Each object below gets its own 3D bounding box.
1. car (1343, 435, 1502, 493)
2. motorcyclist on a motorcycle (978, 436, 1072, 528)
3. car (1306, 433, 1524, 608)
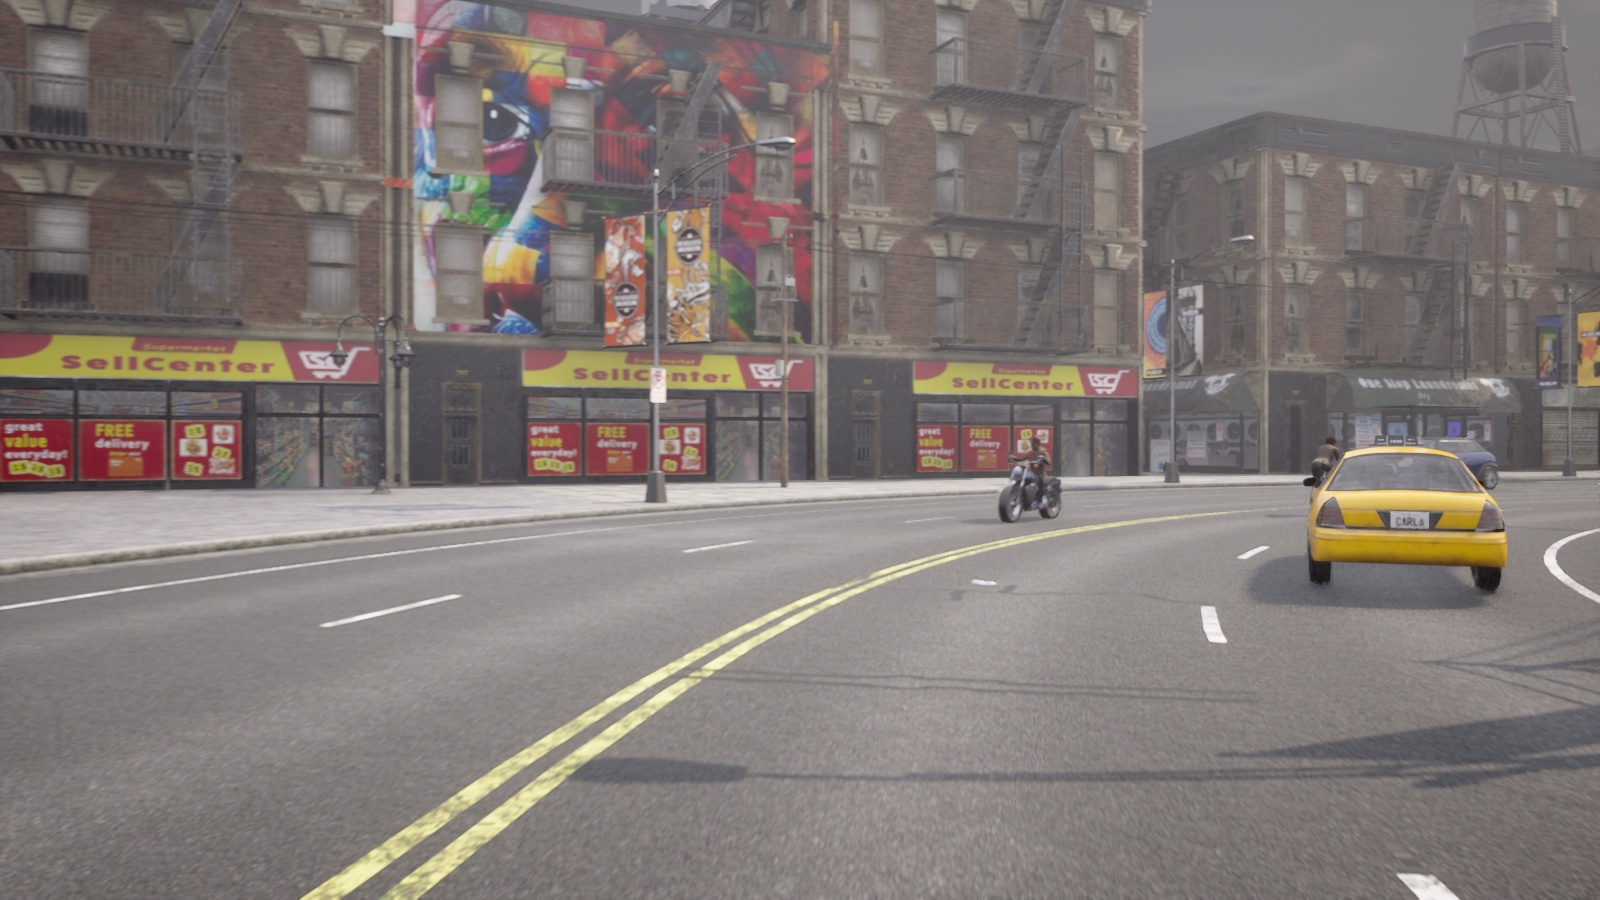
[{"bbox_3d":[19.870,0.414,40.090,4.553,1.767,2.097,0,0,-24],"label":"car"},{"bbox_3d":[4.290,0.570,23.789,0.766,1.649,2.350,1,1,37],"label":"motorcyclist on a motorcycle"},{"bbox_3d":[6.682,0.618,14.095,1.801,1.575,5.366,0,0,22],"label":"car"}]
